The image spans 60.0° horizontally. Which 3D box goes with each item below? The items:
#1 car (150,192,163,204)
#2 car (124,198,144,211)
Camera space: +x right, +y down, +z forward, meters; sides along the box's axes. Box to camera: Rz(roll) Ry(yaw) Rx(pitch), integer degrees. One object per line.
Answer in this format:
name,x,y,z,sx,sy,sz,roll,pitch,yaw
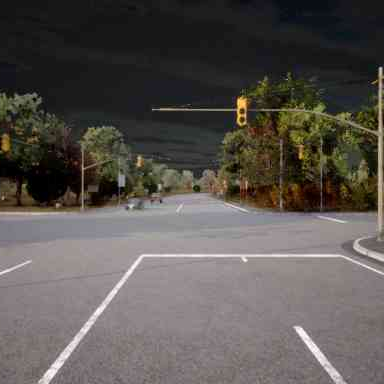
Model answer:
car,-7.000,1.105,65.961,2.150,2.045,5.566,0,0,0
car,-7.000,1.495,40.753,2.128,1.511,4.902,0,0,0
